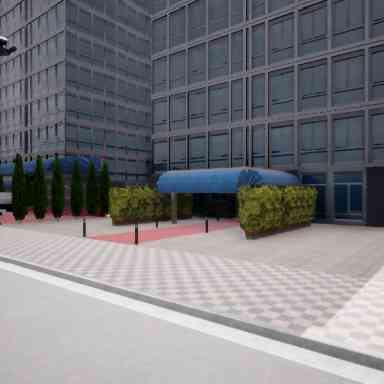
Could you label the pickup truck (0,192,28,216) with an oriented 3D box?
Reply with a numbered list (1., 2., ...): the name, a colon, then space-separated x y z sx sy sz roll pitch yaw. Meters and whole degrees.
1. pickup truck: -15.317 1.059 27.938 2.390 2.098 6.274 0 0 -22
